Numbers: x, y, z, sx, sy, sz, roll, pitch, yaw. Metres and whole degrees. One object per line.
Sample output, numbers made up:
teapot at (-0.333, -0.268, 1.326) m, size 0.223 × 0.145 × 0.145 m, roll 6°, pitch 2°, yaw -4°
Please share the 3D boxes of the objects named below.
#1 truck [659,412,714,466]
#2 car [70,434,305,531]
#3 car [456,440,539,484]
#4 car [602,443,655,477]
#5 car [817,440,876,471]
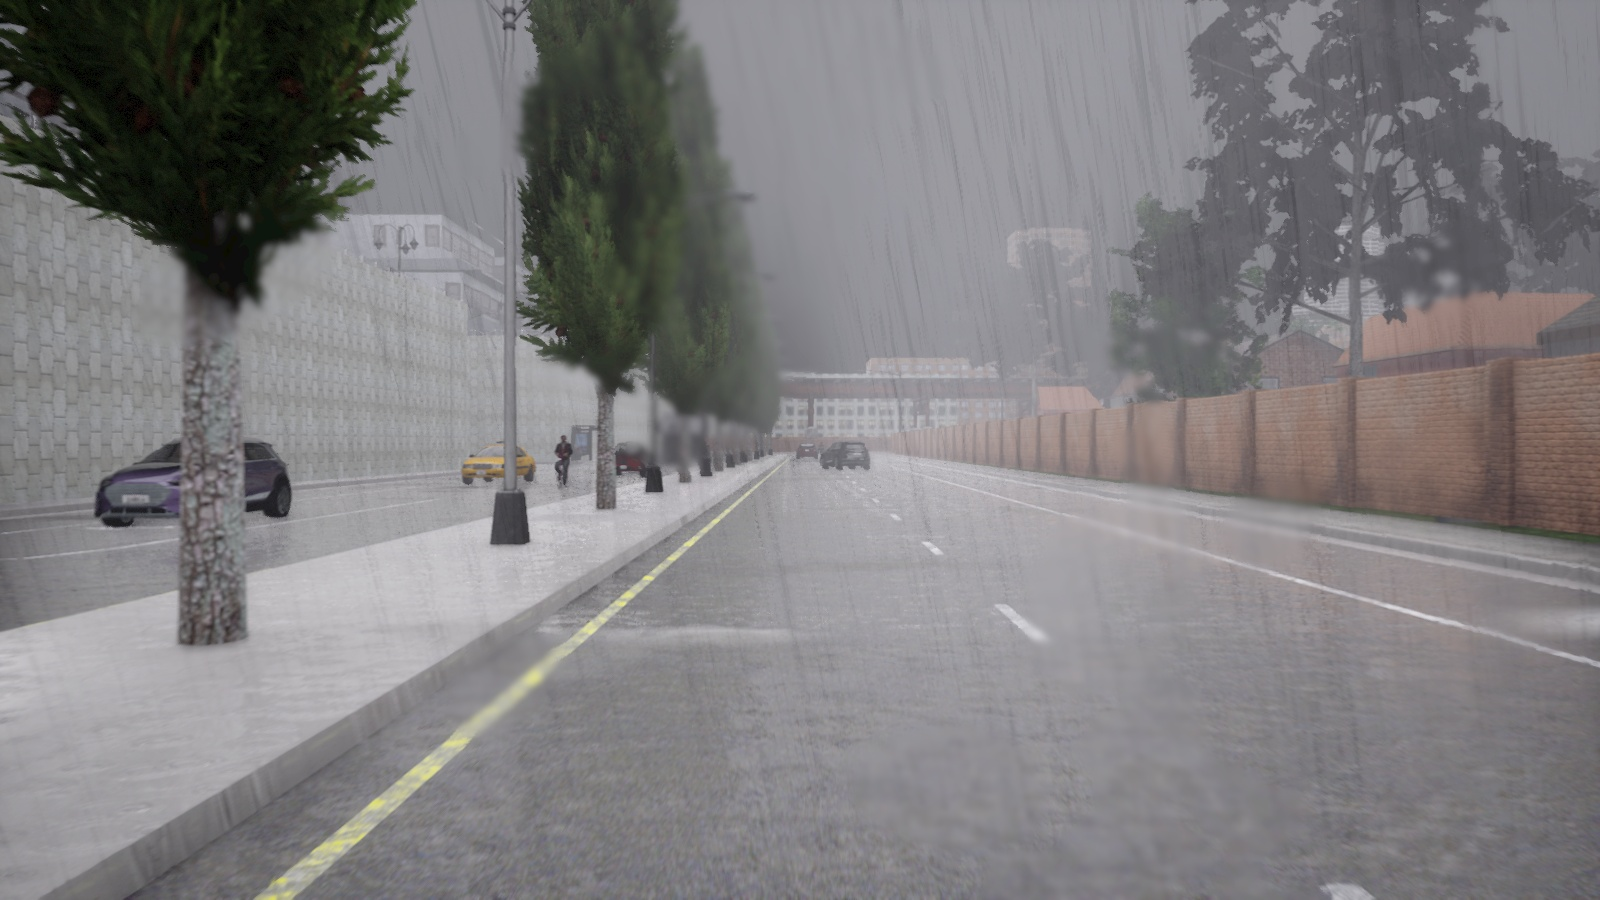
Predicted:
truck at (-7.510, -0.719, 84.124) m, size 2.891 × 3.462 × 7.936 m, roll 0°, pitch 0°, yaw 0°
car at (-11.351, 0.534, 23.735) m, size 2.033 × 1.649 × 4.856 m, roll 0°, pitch 0°, yaw 0°
car at (-11.221, 0.412, 46.974) m, size 1.801 × 1.575 × 5.366 m, roll 0°, pitch 0°, yaw 0°
car at (-7.667, 0.436, 56.433) m, size 1.816 × 1.474 × 4.193 m, roll 0°, pitch 0°, yaw 0°
car at (2.534, 0.282, 70.440) m, size 2.033 × 1.649 × 4.856 m, roll 0°, pitch 0°, yaw -14°
